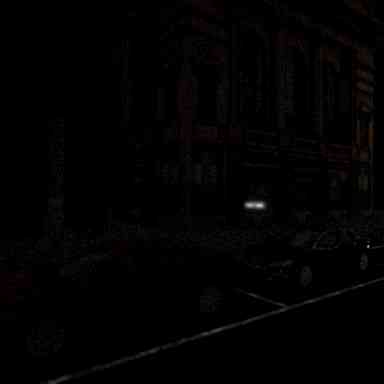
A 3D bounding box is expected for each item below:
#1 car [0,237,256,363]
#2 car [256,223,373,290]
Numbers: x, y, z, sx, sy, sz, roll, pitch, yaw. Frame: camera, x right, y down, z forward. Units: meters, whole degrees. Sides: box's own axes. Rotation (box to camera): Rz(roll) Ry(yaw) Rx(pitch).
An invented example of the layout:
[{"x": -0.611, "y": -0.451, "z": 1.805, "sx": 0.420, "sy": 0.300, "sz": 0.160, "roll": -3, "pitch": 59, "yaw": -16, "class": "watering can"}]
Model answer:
[{"x": -1.207, "y": 1.545, "z": 5.892, "sx": 4.507, "sy": 1.381, "sz": 1.887, "roll": 0, "pitch": 1, "yaw": -36, "class": "car"}, {"x": 3.235, "y": 1.551, "z": 9.064, "sx": 4.403, "sy": 1.369, "sz": 2.008, "roll": 0, "pitch": 1, "yaw": -36, "class": "car"}]
